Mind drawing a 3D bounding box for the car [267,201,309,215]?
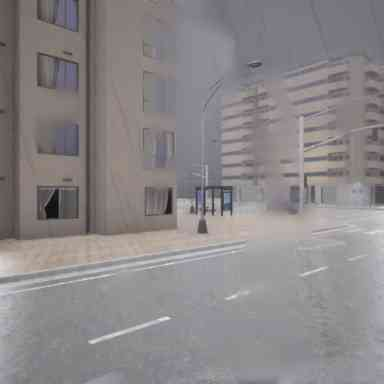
[{"bbox_3d":[9.918,1.619,34.502,1.994,1.385,4.181,0,0,-43],"label":"car"}]
